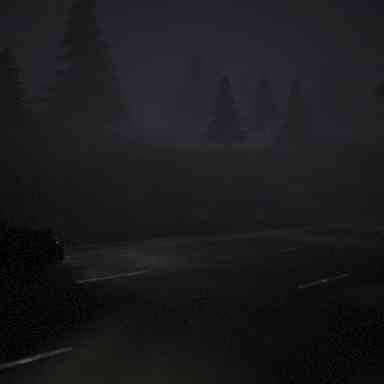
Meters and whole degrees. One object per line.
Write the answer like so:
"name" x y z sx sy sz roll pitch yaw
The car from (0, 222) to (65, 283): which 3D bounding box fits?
"car" -6.085 1.221 8.007 5.566 2.045 2.150 0 0 -35
